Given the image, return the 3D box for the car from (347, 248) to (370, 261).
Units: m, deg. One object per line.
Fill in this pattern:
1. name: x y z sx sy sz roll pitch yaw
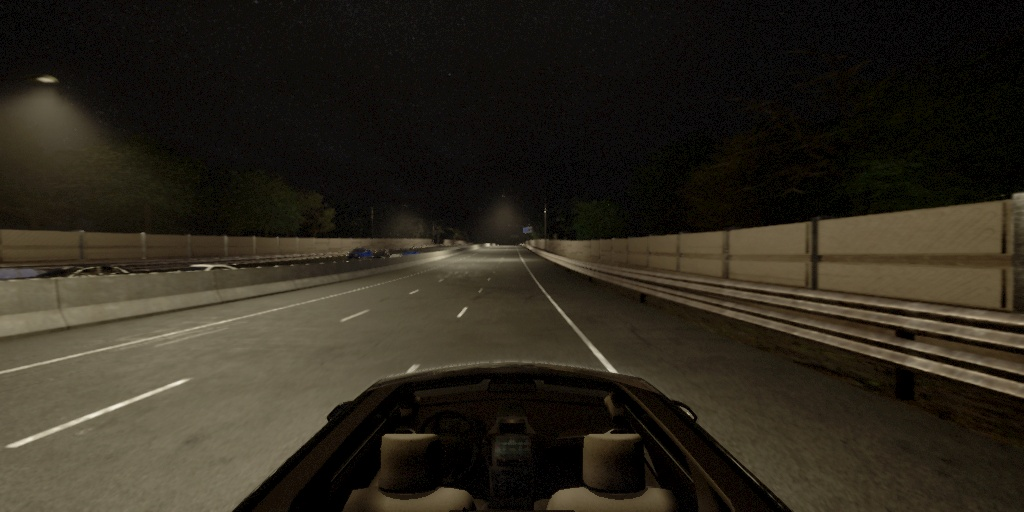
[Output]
1. car: -24.505 -0.281 57.956 2.150 2.045 5.566 0 2 0

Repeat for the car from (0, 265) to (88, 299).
1. car: -24.585 1.257 17.221 2.033 1.411 5.357 0 1 0

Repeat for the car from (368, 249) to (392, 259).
1. car: -21.014 -0.019 58.014 1.837 1.490 4.892 0 2 1

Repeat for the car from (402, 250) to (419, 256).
1. car: -17.504 -0.203 61.954 1.882 1.535 5.008 0 3 0

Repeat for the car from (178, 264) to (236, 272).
1. car: -17.580 1.194 20.491 1.812 1.442 4.674 0 1 0

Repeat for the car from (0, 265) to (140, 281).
1. car: -21.089 1.211 17.475 1.837 1.490 4.892 0 1 0
